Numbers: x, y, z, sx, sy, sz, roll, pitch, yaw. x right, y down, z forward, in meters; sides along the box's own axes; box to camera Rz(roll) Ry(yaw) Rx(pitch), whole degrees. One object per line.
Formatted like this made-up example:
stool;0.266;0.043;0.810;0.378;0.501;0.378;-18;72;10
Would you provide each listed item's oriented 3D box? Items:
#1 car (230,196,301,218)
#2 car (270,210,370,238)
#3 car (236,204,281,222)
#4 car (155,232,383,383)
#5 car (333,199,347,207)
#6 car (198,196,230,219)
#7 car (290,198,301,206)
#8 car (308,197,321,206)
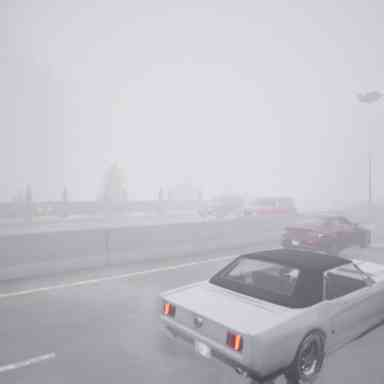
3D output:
car;5.353;1.322;23.168;2.150;2.045;5.566;0;0;43
car;5.271;1.568;12.975;4.674;1.442;1.812;0;0;-42
car;5.923;1.741;29.117;1.895;1.301;4.718;0;-1;39
car;1.871;1.617;5.408;4.718;1.301;1.895;0;0;-38
car;25.544;1.887;57.686;1.994;1.385;4.181;0;-1;19
car;2.894;1.379;30.927;2.150;2.045;5.566;0;0;40
car;20.973;1.923;67.279;1.882;1.535;5.008;0;-1;15
car;24.322;1.769;66.251;2.097;1.767;4.553;0;-1;15
